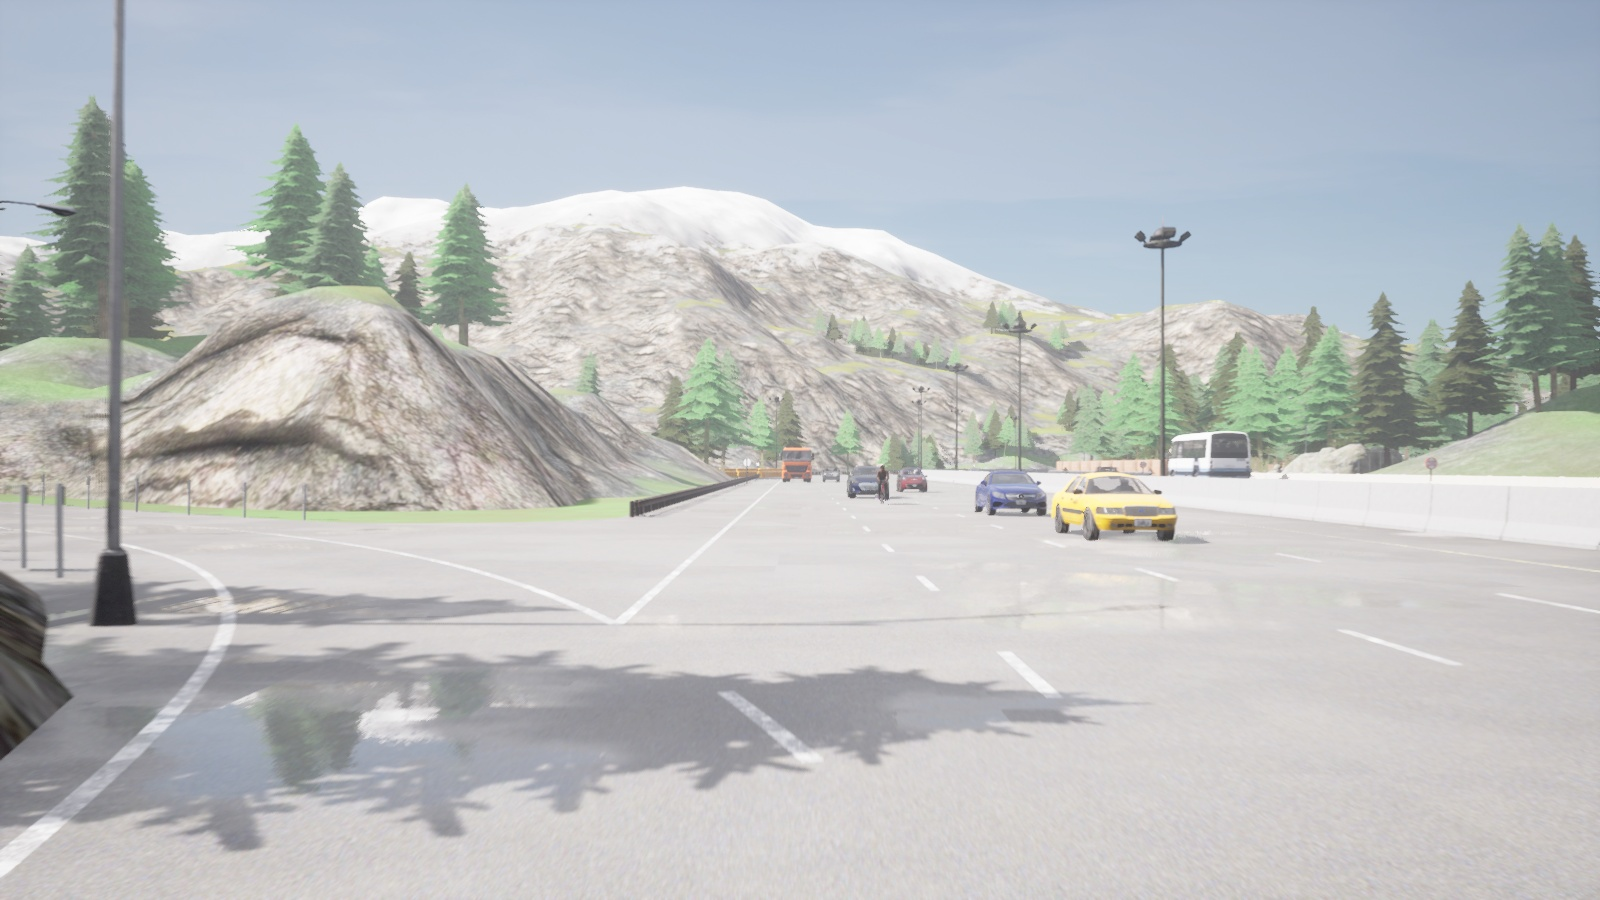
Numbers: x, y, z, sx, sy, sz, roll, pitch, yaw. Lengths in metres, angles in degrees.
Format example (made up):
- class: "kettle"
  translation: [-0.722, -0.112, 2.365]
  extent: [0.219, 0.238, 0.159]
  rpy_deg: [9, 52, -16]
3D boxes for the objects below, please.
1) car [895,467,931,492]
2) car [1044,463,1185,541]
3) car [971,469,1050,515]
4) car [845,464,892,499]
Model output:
- class: "car"
  translation: [6.820, 1.786, 76.247]
  extent: [1.845, 1.501, 3.633]
  rpy_deg: [0, -1, 0]
- class: "car"
  translation: [6.933, 1.087, 28.264]
  extent: [1.801, 1.575, 5.366]
  rpy_deg: [0, -1, 0]
- class: "car"
  translation: [6.902, 1.347, 41.540]
  extent: [1.812, 1.442, 4.674]
  rpy_deg: [0, -1, 0]
- class: "car"
  translation: [3.358, 1.535, 62.286]
  extent: [2.033, 1.649, 4.856]
  rpy_deg: [0, -1, 0]
